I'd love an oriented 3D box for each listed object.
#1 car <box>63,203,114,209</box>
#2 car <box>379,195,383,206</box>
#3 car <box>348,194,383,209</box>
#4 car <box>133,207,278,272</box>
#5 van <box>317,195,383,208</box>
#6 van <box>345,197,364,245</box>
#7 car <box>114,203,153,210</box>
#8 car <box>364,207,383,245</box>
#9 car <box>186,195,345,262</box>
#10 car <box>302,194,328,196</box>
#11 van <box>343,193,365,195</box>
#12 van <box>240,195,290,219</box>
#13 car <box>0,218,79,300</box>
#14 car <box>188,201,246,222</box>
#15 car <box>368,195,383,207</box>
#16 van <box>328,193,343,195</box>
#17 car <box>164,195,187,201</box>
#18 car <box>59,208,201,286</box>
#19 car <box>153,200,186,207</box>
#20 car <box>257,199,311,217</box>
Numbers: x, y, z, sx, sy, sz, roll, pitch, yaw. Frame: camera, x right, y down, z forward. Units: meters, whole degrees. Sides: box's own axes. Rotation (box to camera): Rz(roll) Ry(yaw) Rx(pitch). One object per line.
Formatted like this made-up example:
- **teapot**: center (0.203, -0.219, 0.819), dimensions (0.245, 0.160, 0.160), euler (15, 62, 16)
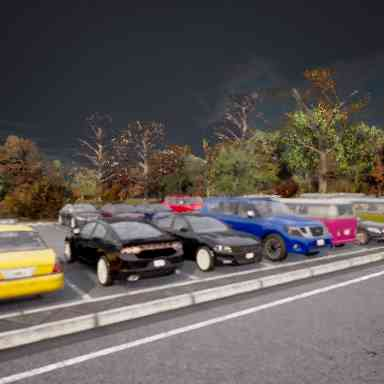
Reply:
- **car**: center (-7.161, 1.473, 21.394), dimensions (2.231, 1.521, 4.892), euler (1, 0, -35)
- **car**: center (29.712, 1.271, 47.531), dimensions (2.163, 1.488, 4.792), euler (-1, 0, -35)
- **car**: center (22.697, 1.203, 42.563), dimensions (2.185, 1.767, 4.553), euler (-1, 0, -35)
- **car**: center (0.143, 1.472, 11.153), dimensions (2.097, 1.535, 5.008), euler (1, 0, -35)
- **van**: center (9.205, 1.327, 17.708), dimensions (1.878, 1.987, 4.442), euler (0, 0, -35)
- **van**: center (4.692, 1.289, 14.512), dimensions (1.878, 1.987, 4.442), euler (1, 0, -35)
- **car**: center (-4.938, 1.521, 22.923), dimensions (2.163, 1.488, 4.792), euler (1, 0, -35)
- **car**: center (7.062, 1.576, 16.051), dimensions (2.002, 1.452, 4.674), euler (1, 0, -35)
- **car**: center (2.470, 1.242, 12.760), dimensions (2.435, 2.045, 5.566), euler (1, 0, -35)
- **car**: center (11.212, 1.345, 34.354), dimensions (2.185, 1.767, 4.553), euler (-1, 0, -35)
- **van**: center (18.143, 1.158, 39.441), dimensions (1.878, 1.987, 4.442), euler (-1, 0, -35)
- **van**: center (6.753, 1.301, 31.091), dimensions (1.878, 1.987, 4.442), euler (-1, 0, -35)
- **car**: center (-4.572, 1.426, 8.033), dimensions (1.946, 1.575, 5.366), euler (1, 0, -35)
- **car**: center (1.971, 1.552, 27.845), dimensions (2.097, 1.535, 5.008), euler (1, 0, -35)
- **car**: center (27.321, 1.271, 45.807), dimensions (2.097, 1.535, 5.008), euler (-1, 0, -35)
- **van**: center (13.530, 1.216, 36.178), dimensions (1.878, 1.987, 4.442), euler (-1, 0, -35)
- **car**: center (-0.328, 1.283, 26.190), dimensions (2.435, 2.045, 5.566), euler (1, 0, -35)
- **car**: center (-2.156, 1.450, 9.512), dimensions (2.097, 1.535, 5.008), euler (1, 0, -35)
- **car**: center (-2.633, 1.543, 24.555), dimensions (2.163, 1.488, 4.792), euler (1, 0, -35)
- **car**: center (8.975, 1.528, 32.848), dimensions (2.163, 1.488, 4.792), euler (-1, 0, -35)
